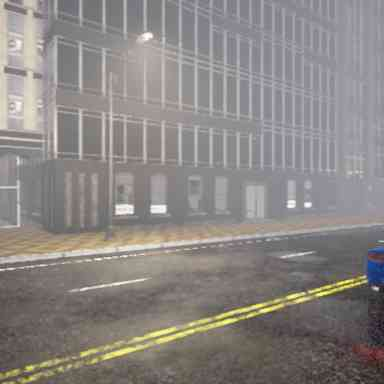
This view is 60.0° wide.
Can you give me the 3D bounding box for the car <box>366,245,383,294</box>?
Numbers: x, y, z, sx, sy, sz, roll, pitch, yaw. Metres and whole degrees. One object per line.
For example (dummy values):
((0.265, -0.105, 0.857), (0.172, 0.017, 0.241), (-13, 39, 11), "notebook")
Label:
((6.037, 1.552, 7.746), (5.008, 1.535, 1.882), (0, 0, -36), "car")
